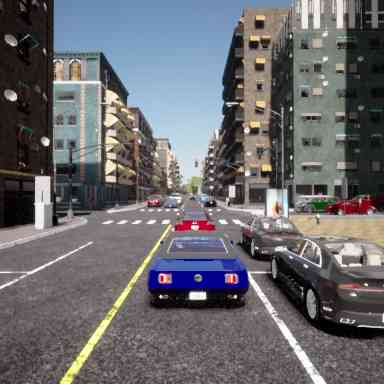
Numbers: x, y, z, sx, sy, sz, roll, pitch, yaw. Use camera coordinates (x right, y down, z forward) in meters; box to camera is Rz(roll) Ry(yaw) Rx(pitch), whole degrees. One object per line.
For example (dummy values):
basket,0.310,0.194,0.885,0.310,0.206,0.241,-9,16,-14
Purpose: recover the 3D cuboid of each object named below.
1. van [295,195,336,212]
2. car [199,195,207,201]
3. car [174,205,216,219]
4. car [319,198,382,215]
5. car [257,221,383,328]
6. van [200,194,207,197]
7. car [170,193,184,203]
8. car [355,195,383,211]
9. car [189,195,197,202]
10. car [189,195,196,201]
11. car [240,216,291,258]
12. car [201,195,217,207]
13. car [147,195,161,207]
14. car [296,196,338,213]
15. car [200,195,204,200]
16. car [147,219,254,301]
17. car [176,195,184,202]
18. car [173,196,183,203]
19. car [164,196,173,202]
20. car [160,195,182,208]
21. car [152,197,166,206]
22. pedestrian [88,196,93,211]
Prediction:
van,13.848,1.296,37.459,3.998,1.788,1.690,0,0,1
car,2.903,1.582,89.661,1.887,1.381,4.507,1,0,0
car,0.133,1.570,17.149,1.994,1.385,4.181,0,0,0
car,13.768,1.413,29.077,4.206,1.307,1.802,0,0,1
car,2.846,1.553,6.901,2.008,1.369,4.403,1,0,0
van,2.880,1.373,78.520,1.690,1.788,3.998,1,0,0
car,-2.946,1.244,58.648,2.150,2.045,5.566,0,0,1
car,19.375,1.228,37.407,5.009,1.841,2.192,0,0,1
car,0.179,1.558,79.712,2.128,1.511,4.902,0,0,0
car,0.203,1.562,90.095,1.812,1.442,4.674,0,0,0
car,2.858,1.555,12.471,2.008,1.369,4.403,1,0,0
car,2.815,1.585,50.664,1.947,1.339,4.313,1,0,0
car,-5.561,1.334,50.722,2.192,1.841,5.009,1,0,0
car,13.413,1.272,34.879,4.553,1.767,2.097,0,-1,1
car,2.827,1.604,56.234,1.802,1.307,4.206,1,0,0
car,0.118,1.603,8.286,1.895,1.301,4.718,0,0,0
car,-2.822,1.533,78.999,1.837,1.490,4.892,0,0,0
car,-2.854,1.591,68.590,1.994,1.385,4.181,0,0,0
car,-5.502,1.598,78.578,1.947,1.339,4.313,1,0,0
car,-2.993,1.566,48.647,2.033,1.411,5.357,0,0,1
car,-5.552,1.566,56.294,1.887,1.381,4.507,1,0,0
pedestrian,-12.437,1.348,40.663,0.375,1.860,0.375,0,0,1
